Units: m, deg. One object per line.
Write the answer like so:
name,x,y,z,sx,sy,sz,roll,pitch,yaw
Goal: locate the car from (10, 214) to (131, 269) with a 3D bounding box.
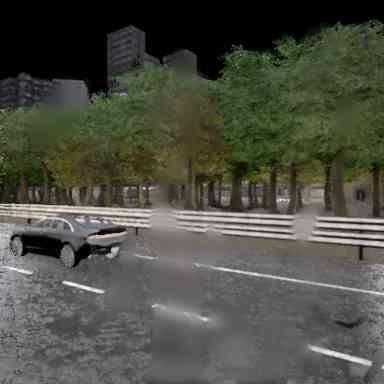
car,-4.224,1.497,11.191,4.902,1.511,2.128,0,0,36
